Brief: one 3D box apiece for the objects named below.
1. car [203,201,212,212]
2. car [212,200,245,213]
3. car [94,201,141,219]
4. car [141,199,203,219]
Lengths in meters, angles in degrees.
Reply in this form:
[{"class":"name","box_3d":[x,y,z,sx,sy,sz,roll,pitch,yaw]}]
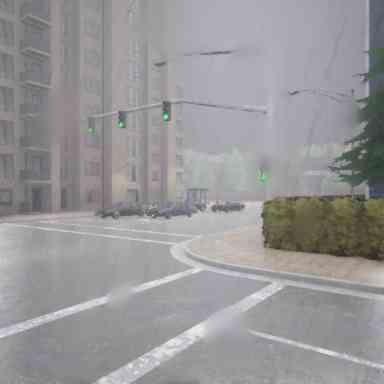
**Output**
[{"class":"car","box_3d":[-0.270,1.492,37.206,2.128,1.511,4.902,0,0,36]},{"class":"car","box_3d":[4.029,1.601,37.158,1.895,1.301,4.718,0,0,36]},{"class":"car","box_3d":[-5.960,1.547,29.407,2.033,1.411,5.357,0,0,36]},{"class":"car","box_3d":[-1.624,1.547,29.414,2.033,1.411,5.357,0,0,36]}]
